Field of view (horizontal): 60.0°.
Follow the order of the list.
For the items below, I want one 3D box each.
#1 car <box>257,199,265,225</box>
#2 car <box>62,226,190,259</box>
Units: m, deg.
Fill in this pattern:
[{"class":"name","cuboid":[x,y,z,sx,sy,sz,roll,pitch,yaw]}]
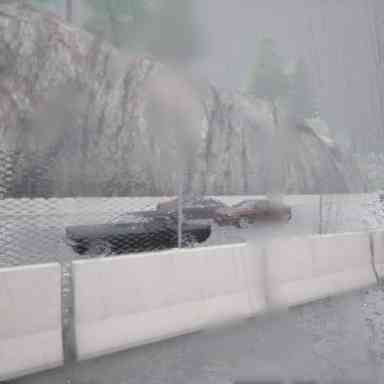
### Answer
[{"class":"car","cuboid":[3.475,1.139,18.659,5.008,1.535,1.882,0,1,-34]},{"class":"car","cuboid":[-1.766,1.343,11.142,4.718,1.301,1.895,0,1,-31]}]
